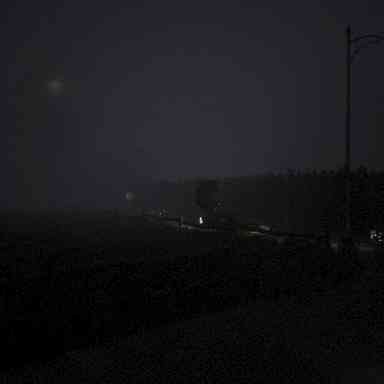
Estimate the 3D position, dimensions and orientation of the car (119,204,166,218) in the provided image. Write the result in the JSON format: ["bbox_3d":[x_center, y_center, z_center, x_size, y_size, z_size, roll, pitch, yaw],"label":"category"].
[{"bbox_3d":[-4.414,1.880,28.248,1.895,1.301,4.718,1,-1,-36],"label":"car"}]

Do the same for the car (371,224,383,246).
[{"bbox_3d":[10.286,1.662,13.976,4.902,1.511,2.128,-1,1,17],"label":"car"}]

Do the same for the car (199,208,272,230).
[{"bbox_3d":[2.334,1.721,18.809,1.837,1.490,4.892,1,-1,-34],"label":"car"}]
